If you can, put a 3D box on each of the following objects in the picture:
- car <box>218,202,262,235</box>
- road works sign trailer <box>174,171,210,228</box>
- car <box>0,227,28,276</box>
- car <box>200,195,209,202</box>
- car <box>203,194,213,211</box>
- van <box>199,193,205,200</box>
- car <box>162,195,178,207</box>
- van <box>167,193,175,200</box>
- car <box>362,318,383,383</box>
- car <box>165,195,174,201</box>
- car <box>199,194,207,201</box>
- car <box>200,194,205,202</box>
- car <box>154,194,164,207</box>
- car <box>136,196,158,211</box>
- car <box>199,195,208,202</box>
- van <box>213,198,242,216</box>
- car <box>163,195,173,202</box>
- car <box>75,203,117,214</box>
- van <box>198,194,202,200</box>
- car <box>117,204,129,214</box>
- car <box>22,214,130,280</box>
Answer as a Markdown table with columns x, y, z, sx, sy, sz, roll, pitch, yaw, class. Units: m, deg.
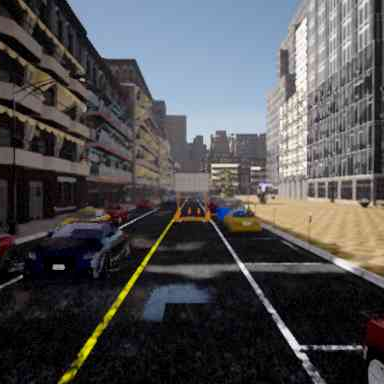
| x | y | z | sx | sy | sz | roll | pitch | yaw | class |
| --- | --- | --- | --- | --- | --- | --- | --- | --- | --- |
| 2.690 | 1.501 | 18.573 | 1.752 | 1.417 | 4.829 | 0 | 0 | 0 | car |
| 0.004 | 0.437 | 21.927 | 2.380 | 3.560 | 2.880 | 0 | 0 | 0 | road works sign trailer |
| -5.694 | 1.430 | 7.352 | 1.967 | 1.590 | 4.097 | 0 | 0 | 0 | car |
| 2.703 | 1.483 | 73.839 | 1.752 | 1.417 | 4.829 | 0 | 0 | 0 | car |
| 2.694 | 1.401 | 40.509 | 1.967 | 1.590 | 4.097 | 0 | 0 | 0 | car |
| 2.706 | 1.308 | 90.251 | 1.690 | 1.788 | 3.998 | 0 | 0 | 0 | van |
| -3.058 | 1.559 | 50.939 | 1.895 | 1.301 | 4.718 | 0 | 0 | 0 | car |
| -5.674 | 1.308 | 90.253 | 1.690 | 1.788 | 3.998 | 0 | 0 | 0 | van |
| 2.685 | 1.542 | 1.824 | 1.887 | 1.381 | 4.507 | 0 | 0 | 0 | car |
| -5.674 | 1.508 | 84.725 | 1.887 | 1.381 | 4.507 | 0 | 0 | 0 | car |
| 2.705 | 1.403 | 84.723 | 1.967 | 1.590 | 4.097 | 0 | 0 | 0 | car |
| 2.699 | 1.539 | 57.089 | 1.802 | 1.307 | 4.206 | 0 | 0 | 0 | car |
| -5.683 | 1.484 | 51.396 | 1.752 | 1.417 | 4.829 | 0 | 0 | 0 | car |
| -5.685 | 1.506 | 40.512 | 1.887 | 1.381 | 4.507 | 0 | 0 | 0 | car |
| 2.705 | 1.526 | 79.196 | 1.947 | 1.339 | 4.313 | 0 | 0 | 0 | car |
| 2.690 | 1.312 | 23.929 | 1.690 | 1.788 | 3.998 | 0 | 0 | 0 | van |
| -5.675 | 1.526 | 79.198 | 1.947 | 1.339 | 4.313 | 0 | 0 | 0 | car |
| -5.691 | 1.502 | 18.236 | 1.752 | 1.417 | 4.829 | 0 | 0 | 0 | car |
| 2.701 | 1.298 | 68.143 | 1.690 | 1.788 | 3.998 | 0 | 0 | 0 | van |
| -5.689 | 1.516 | 23.932 | 1.887 | 1.381 | 4.507 | 0 | 0 | 0 | car |
| -3.097 | 1.550 | 9.709 | 1.994 | 1.385 | 4.181 | 0 | 0 | 0 | car |
